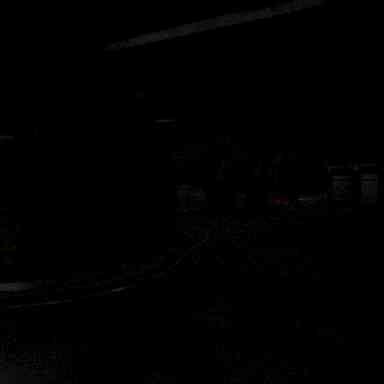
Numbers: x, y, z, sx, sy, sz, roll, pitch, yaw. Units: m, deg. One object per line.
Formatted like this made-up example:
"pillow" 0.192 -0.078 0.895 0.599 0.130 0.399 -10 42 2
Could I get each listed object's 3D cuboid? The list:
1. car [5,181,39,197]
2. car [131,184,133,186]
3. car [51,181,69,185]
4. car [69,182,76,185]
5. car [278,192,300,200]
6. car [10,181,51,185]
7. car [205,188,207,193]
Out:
"car" -21.700 -0.387 42.417 4.605 1.855 1.932 2 2 35
"car" -14.526 -1.120 83.164 3.633 1.501 1.845 2 2 35
"car" -26.697 -1.154 65.449 3.866 1.878 1.905 2 2 35
"car" -25.357 -1.181 68.060 4.605 1.855 1.932 2 2 35
"car" 15.021 0.581 51.226 1.895 1.301 4.718 2 2 36
"car" -17.172 -0.116 35.196 3.866 1.878 1.905 2 2 35
"car" 4.968 -0.289 65.570 5.027 1.636 2.152 2 2 35
